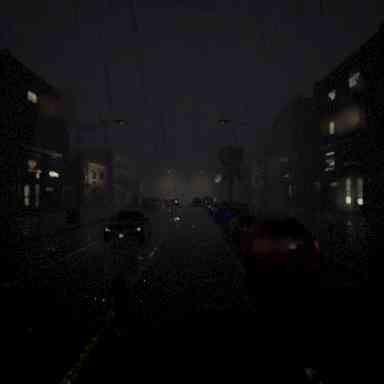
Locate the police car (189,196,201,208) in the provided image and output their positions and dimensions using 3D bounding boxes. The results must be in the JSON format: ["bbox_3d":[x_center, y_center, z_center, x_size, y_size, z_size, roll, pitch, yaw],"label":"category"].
[{"bbox_3d":[0.906,1.822,56.664,1.930,1.638,5.238,0,0,0],"label":"police car"}]

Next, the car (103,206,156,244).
[{"bbox_3d":[-3.085,1.645,16.778,1.812,1.442,4.674,0,0,0],"label":"car"}]

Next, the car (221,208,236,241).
[{"bbox_3d":[2.690,1.698,16.437,1.802,1.307,4.206,-1,0,0],"label":"car"}]

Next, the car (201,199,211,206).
[{"bbox_3d":[2.695,2.046,66.371,1.802,1.307,4.206,-1,0,0],"label":"car"}]

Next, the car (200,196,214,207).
[{"bbox_3d":[2.692,1.741,60.825,2.192,1.841,5.009,-1,0,0],"label":"car"}]

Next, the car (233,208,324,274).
[{"bbox_3d":[2.687,1.518,10.890,1.967,1.590,4.097,-1,0,0],"label":"car"}]

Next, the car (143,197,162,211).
[{"bbox_3d":[-5.690,1.626,44.179,2.192,1.841,5.009,-1,0,0],"label":"car"}]

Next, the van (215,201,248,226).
[{"bbox_3d":[2.688,1.496,21.987,1.690,1.788,3.998,-1,0,0],"label":"van"}]

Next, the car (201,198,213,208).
[{"bbox_3d":[2.693,1.931,49.727,1.802,1.307,4.206,-1,0,0],"label":"car"}]

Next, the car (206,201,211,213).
[{"bbox_3d":[2.691,1.815,33.082,1.802,1.307,4.206,-1,0,0],"label":"car"}]

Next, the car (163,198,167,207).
[{"bbox_3d":[-5.688,1.828,55.275,1.967,1.590,4.097,-1,0,0],"label":"car"}]

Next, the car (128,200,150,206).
[{"bbox_3d":[-5.689,1.784,33.081,2.008,1.369,4.403,-1,0,0],"label":"car"}]

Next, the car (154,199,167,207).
[{"bbox_3d":[-5.686,1.971,60.822,1.887,1.381,4.507,-1,0,0],"label":"car"}]

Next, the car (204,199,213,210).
[{"bbox_3d":[2.692,1.853,38.630,1.802,1.307,4.206,-1,0,0],"label":"car"}]

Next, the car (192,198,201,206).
[{"bbox_3d":[0.907,1.971,66.553,1.837,1.490,4.892,0,0,0],"label":"car"}]

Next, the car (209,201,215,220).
[{"bbox_3d":[2.691,1.739,27.534,1.887,1.381,4.507,-1,0,0],"label":"car"}]

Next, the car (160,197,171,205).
[{"bbox_3d":[-5.686,1.943,71.919,1.967,1.590,4.097,-1,0,0],"label":"car"}]

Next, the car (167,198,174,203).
[{"bbox_3d":[-5.683,2.200,88.563,1.802,1.307,4.206,-1,0,0],"label":"car"}]

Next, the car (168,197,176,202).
[{"bbox_3d":[-5.683,2.207,94.111,2.008,1.369,4.403,-1,0,0],"label":"car"}]

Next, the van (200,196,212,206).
[{"bbox_3d":[2.692,1.729,55.276,1.690,1.788,3.998,-1,0,0],"label":"van"}]

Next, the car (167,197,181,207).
[{"bbox_3d":[-3.040,1.917,58.992,1.837,1.490,4.892,0,0,1],"label":"car"}]

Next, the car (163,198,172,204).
[{"bbox_3d":[-5.684,2.086,77.467,1.887,1.381,4.507,-1,0,0],"label":"car"}]

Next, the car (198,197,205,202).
[{"bbox_3d":[2.699,2.182,94.282,1.752,1.417,4.829,-1,0,0],"label":"car"}]
